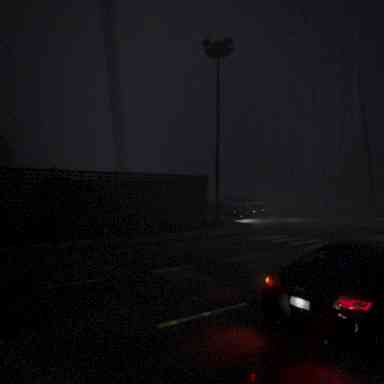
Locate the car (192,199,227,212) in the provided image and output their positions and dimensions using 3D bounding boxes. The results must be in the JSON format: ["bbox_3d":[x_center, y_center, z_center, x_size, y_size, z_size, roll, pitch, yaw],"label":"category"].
[{"bbox_3d":[2.227,1.667,43.347,1.837,1.490,4.892,1,0,-35],"label":"car"}]

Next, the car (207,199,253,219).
[{"bbox_3d":[2.654,1.651,30.370,2.033,1.411,5.357,1,0,-36],"label":"car"}]

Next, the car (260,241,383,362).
[{"bbox_3d":[3.220,1.613,6.048,4.181,1.385,1.994,1,0,-35],"label":"car"}]

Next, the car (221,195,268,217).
[{"bbox_3d":[4.984,1.354,33.133,2.150,2.045,5.566,1,0,-36],"label":"car"}]
